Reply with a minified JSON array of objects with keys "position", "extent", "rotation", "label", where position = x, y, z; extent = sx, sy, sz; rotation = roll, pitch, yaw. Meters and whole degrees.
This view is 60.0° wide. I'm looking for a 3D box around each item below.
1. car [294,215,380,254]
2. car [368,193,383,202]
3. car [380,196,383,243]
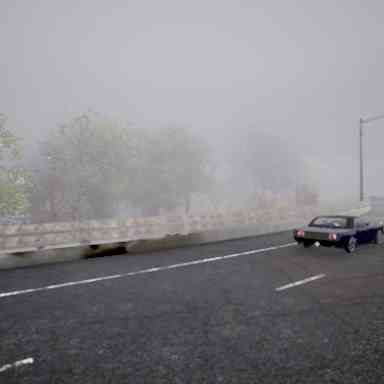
[{"position":[6.167,1.592,13.614],"extent":[4.718,1.301,1.895],"rotation":[0,0,-43],"label":"car"},{"position":[37.546,1.263,68.022],"extent":[1.882,1.535,5.008],"rotation":[0,0,11],"label":"car"},{"position":[8.388,1.202,10.907],"extent":[5.566,2.045,2.150],"rotation":[0,0,-43],"label":"car"}]
